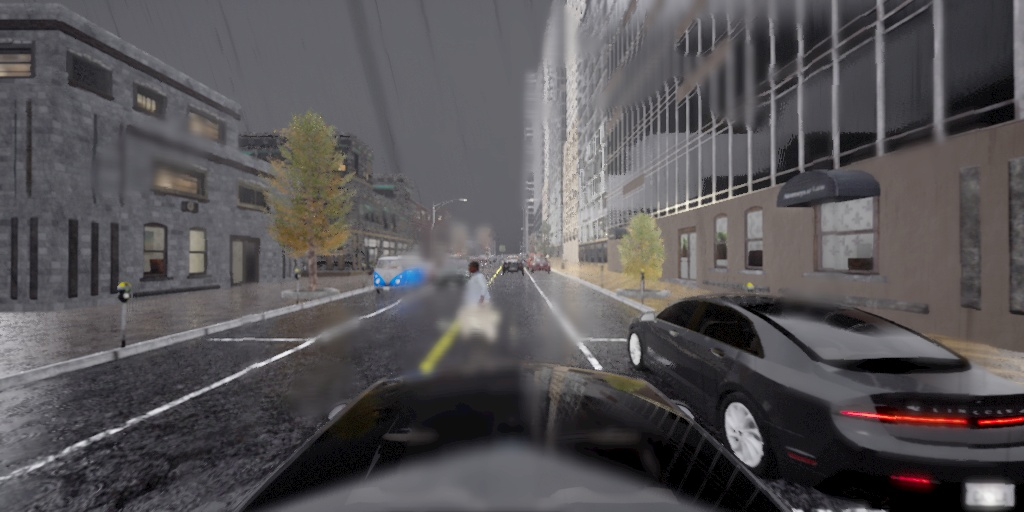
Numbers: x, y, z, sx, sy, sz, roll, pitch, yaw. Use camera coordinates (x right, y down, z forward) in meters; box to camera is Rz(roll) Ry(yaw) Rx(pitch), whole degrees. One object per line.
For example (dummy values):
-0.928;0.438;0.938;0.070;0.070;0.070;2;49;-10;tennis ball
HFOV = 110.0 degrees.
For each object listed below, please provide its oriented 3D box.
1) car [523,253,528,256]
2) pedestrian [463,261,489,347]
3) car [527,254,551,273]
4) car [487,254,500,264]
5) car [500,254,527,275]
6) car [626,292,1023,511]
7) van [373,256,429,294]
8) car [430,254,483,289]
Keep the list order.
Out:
2.723;0.640;40.806;2.192;1.841;5.009;0;0;0;car
-0.764;0.980;7.630;0.375;1.860;0.375;1;0;0;pedestrian
2.719;0.827;35.163;1.967;1.591;4.097;0;0;0;car
-2.948;0.645;63.743;1.994;1.385;4.181;0;1;0;car
0.112;0.886;33.182;1.882;1.535;5.008;0;1;0;car
3.002;1.223;4.669;1.837;1.490;4.892;0;1;0;car
-5.676;0.911;18.294;1.690;1.789;3.998;0;0;0;van
-3.083;0.893;20.986;2.097;1.767;4.553;0;1;0;car
